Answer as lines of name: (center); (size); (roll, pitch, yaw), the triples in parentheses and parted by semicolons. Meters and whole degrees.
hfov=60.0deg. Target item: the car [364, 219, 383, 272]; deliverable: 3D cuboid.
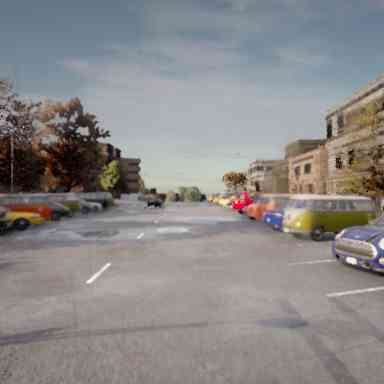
car: (6.419, 1.439, 6.865); (4.892, 1.521, 2.231); (1, 1, -20)

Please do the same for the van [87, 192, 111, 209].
van: (-11.526, 1.075, 36.255); (4.442, 1.987, 1.878); (-1, 0, -20)

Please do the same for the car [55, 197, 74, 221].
car: (-11.406, 1.378, 24.520); (4.674, 1.452, 2.002); (-1, 1, -20)

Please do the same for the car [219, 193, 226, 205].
car: (6.569, 1.283, 42.131); (5.366, 1.575, 1.946); (1, 0, -20)

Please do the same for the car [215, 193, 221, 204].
car: (6.567, 1.272, 47.993); (5.366, 1.575, 1.946); (1, 0, -20)

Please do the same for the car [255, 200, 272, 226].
car: (6.401, 1.366, 18.600); (5.008, 1.535, 2.097); (1, 0, -20)

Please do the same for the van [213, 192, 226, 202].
van: (6.276, 1.036, 53.752); (4.442, 1.987, 1.878); (1, 0, -20)

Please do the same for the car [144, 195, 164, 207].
car: (-5.022, 1.448, 45.783); (1.895, 1.301, 4.718); (0, 0, 0)

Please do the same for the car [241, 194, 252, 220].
car: (6.376, 1.211, 24.458); (4.553, 1.767, 2.185); (1, 0, -20)

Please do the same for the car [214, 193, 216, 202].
car: (6.415, 1.298, 50.876); (4.792, 1.488, 2.163); (1, 0, -20)

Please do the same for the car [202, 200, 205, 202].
car: (6.085, 2.496, 91.849); (4.674, 1.452, 2.002); (2, -4, -21)

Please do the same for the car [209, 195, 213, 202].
car: (6.201, 1.252, 56.668); (5.366, 1.575, 1.946); (1, 0, -20)

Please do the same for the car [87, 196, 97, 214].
car: (-11.415, 1.356, 30.414); (4.674, 1.452, 2.002); (-1, 0, -20)

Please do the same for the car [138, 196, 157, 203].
car: (-11.718, 2.112, 88.085); (4.553, 1.767, 2.185); (1, -4, -21)

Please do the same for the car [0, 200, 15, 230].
car: (-11.397, 1.383, 15.690); (4.892, 1.521, 2.231); (-1, 1, -20)

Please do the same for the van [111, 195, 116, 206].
van: (-11.311, 1.064, 39.288); (4.442, 1.987, 1.878); (-1, 0, -20)

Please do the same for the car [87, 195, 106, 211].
car: (-11.419, 1.346, 33.359); (4.674, 1.452, 2.002); (-1, 0, -20)

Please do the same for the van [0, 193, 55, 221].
van: (-11.520, 1.128, 21.535); (4.442, 1.987, 1.878); (-1, 1, -20)

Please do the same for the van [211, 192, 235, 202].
van: (6.426, 1.123, 68.505); (4.442, 1.987, 1.878); (1, -2, -20)

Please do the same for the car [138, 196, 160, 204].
car: (-11.706, 2.189, 91.108); (5.566, 2.045, 2.435); (1, -4, -21)

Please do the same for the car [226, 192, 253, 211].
car: (6.430, 1.064, 30.345); (5.566, 2.045, 2.435); (1, 0, -20)

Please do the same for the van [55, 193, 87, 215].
van: (-11.307, 1.099, 27.512); (4.442, 1.987, 1.878); (-1, 0, -20)

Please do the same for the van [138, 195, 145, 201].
van: (-11.540, 1.823, 85.157); (4.442, 1.987, 1.878); (1, -3, -21)

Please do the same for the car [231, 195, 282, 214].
car: (6.434, 1.179, 33.268); (4.553, 1.767, 2.185); (1, 0, -20)

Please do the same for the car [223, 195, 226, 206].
car: (6.390, 1.298, 36.200); (4.892, 1.521, 2.231); (1, 0, -20)

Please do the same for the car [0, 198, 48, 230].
car: (-11.233, 1.361, 18.700); (5.366, 1.575, 1.946); (-1, 0, -20)

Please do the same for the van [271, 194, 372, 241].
van: (6.304, 1.155, 15.620); (4.442, 1.987, 1.878); (1, 1, -20)

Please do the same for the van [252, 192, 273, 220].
van: (6.516, 1.127, 21.576); (4.442, 1.987, 1.878); (1, 0, -20)

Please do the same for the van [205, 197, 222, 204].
van: (6.151, 2.438, 94.838); (4.442, 1.987, 1.878); (2, -5, -21)

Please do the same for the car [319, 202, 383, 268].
car: (6.444, 1.293, 9.805); (4.553, 1.767, 2.185); (1, 1, -20)

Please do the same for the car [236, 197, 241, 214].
car: (6.404, 1.366, 27.397); (4.674, 1.452, 2.002); (1, 0, -20)

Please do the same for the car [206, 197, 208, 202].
car: (6.444, 1.509, 74.374); (5.366, 1.575, 1.946); (2, -2, -20)
